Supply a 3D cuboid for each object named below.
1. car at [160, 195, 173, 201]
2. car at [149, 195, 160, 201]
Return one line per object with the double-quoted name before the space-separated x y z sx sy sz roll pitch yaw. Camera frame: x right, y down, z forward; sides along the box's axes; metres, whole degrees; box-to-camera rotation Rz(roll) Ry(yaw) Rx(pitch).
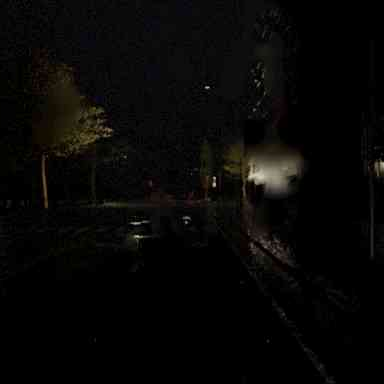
"car" -6.555 1.467 85.854 1.882 1.535 5.008 0 0 0
"car" -9.805 1.467 85.853 1.882 1.535 5.008 0 0 0
